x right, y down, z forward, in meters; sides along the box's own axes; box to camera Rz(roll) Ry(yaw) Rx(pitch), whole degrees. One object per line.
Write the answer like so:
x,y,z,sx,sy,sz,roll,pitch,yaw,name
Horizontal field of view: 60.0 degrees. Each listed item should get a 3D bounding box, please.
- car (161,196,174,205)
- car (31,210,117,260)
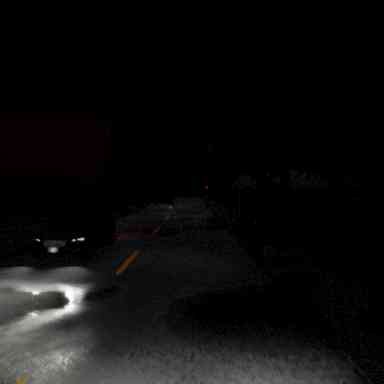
-3.956,1.327,55.105,2.033,1.411,5.357,0,0,0,car
-4.098,1.436,12.271,2.128,1.511,4.902,0,0,0,car
